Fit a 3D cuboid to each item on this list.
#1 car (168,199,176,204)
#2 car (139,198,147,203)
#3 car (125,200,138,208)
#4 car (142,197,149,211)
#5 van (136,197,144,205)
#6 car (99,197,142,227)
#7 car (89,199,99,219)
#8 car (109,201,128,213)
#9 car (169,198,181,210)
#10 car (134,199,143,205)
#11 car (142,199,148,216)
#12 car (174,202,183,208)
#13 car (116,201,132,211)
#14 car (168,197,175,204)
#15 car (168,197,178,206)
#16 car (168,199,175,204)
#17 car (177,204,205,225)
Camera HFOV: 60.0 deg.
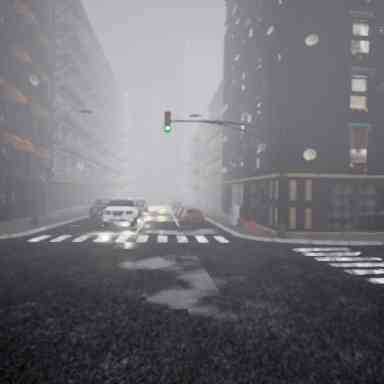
[{"bbox_3d":[-5.281,2.535,87.334,1.802,1.307,4.206,0,-1,-5],"label":"car"},{"bbox_3d":[-13.617,2.461,92.203,1.802,1.307,4.206,0,-1,-5],"label":"car"},{"bbox_3d":[-10.717,2.121,59.108,1.802,1.307,4.206,0,-1,-5],"label":"car"},{"bbox_3d":[-6.990,1.783,45.102,2.097,1.767,4.553,1,-1,-5],"label":"car"},{"bbox_3d":[-12.650,2.107,81.174,1.690,1.788,3.998,0,-1,-5],"label":"van"},{"bbox_3d":[-5.258,1.443,25.167,2.150,2.045,5.566,1,-1,-5],"label":"car"},{"bbox_3d":[-8.300,1.564,31.532,2.192,1.841,5.009,0,-1,-5],"label":"car"},{"bbox_3d":[-9.252,1.889,42.392,1.752,1.417,4.829,0,-1,-5],"label":"car"},{"bbox_3d":[-2.380,2.157,54.228,1.887,1.381,4.507,0,-1,-5],"label":"car"},{"bbox_3d":[-12.152,2.233,75.486,1.752,1.417,4.829,0,-1,-5],"label":"car"},{"bbox_3d":[-6.124,1.817,35.076,2.128,1.511,4.902,1,-1,-5],"label":"car"},{"bbox_3d":[-0.446,1.931,32.156,2.008,1.369,4.403,0,-1,-5],"label":"car"},{"bbox_3d":[-9.751,2.005,48.077,1.802,1.307,4.206,0,-1,-5],"label":"car"},{"bbox_3d":[-3.831,2.366,70.781,1.802,1.307,4.206,0,-1,-5],"label":"car"},{"bbox_3d":[-4.313,2.156,76.302,2.192,1.841,5.009,0,-1,-5],"label":"car"},{"bbox_3d":[-5.764,2.560,92.852,2.008,1.369,4.403,0,-1,-5],"label":"car"},{"bbox_3d":[0.037,1.904,26.639,1.802,1.307,4.206,0,-1,-5],"label":"car"}]
